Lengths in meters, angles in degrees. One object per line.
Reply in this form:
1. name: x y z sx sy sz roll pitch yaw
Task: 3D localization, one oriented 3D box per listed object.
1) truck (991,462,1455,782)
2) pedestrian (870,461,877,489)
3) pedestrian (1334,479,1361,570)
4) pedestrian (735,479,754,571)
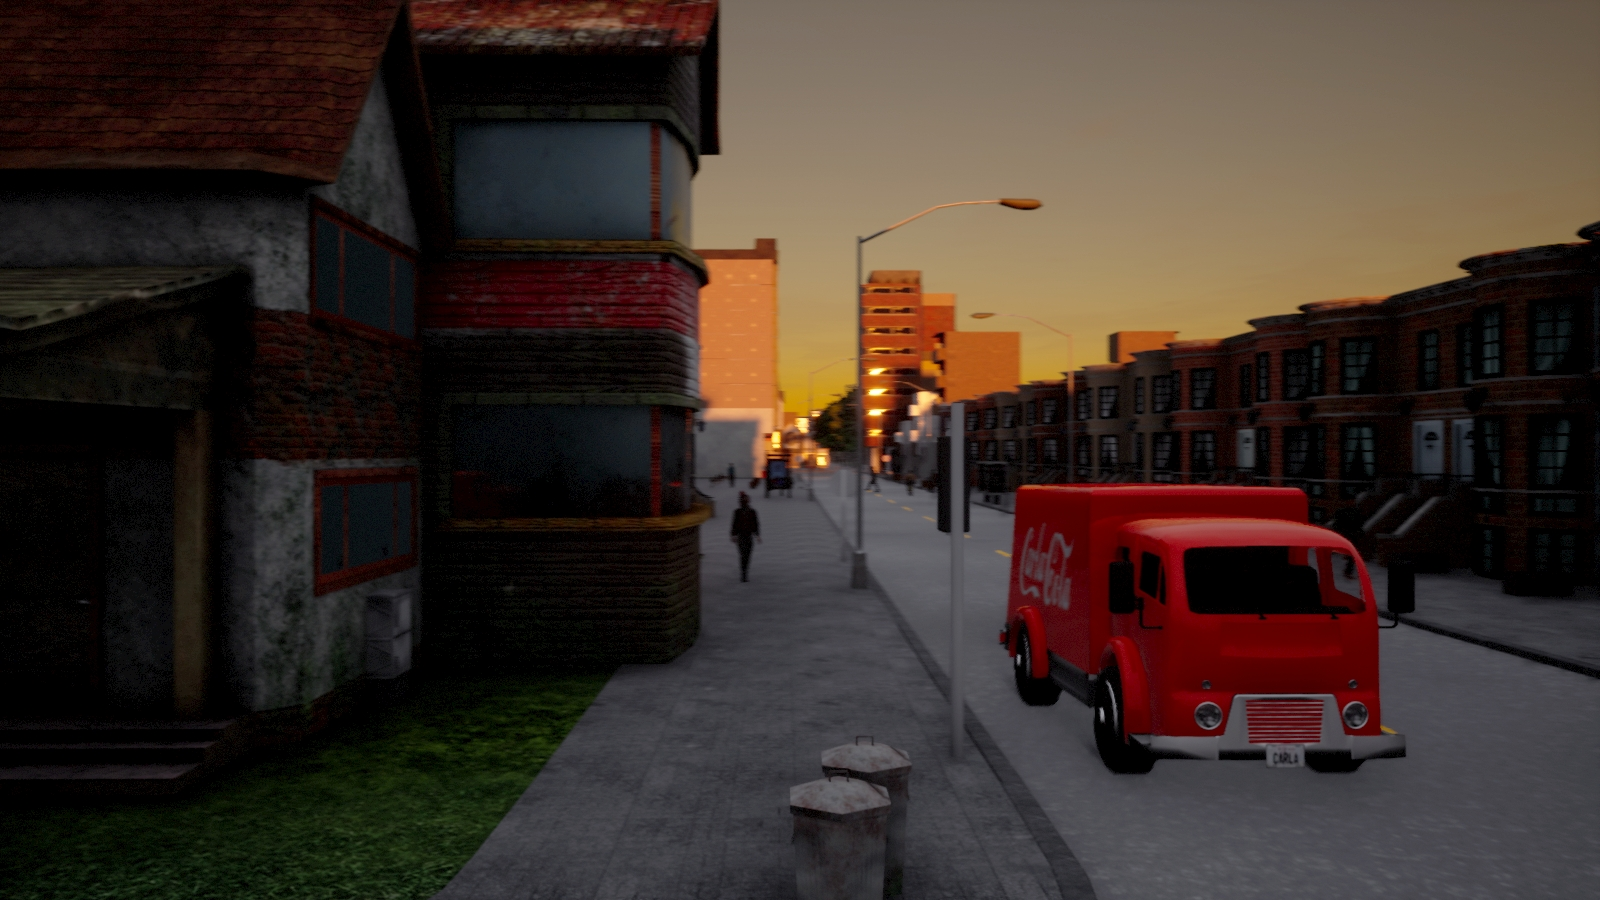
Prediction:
1. truck: 3.712 1.364 11.447 2.627 2.467 5.204 0 -1 -1
2. pedestrian: 4.902 1.666 76.266 0.375 1.860 0.375 0 0 20
3. pedestrian: 11.317 1.535 23.622 0.375 1.860 0.375 0 0 -1
4. pedestrian: -1.143 1.536 23.429 0.375 1.860 0.375 0 0 -7
